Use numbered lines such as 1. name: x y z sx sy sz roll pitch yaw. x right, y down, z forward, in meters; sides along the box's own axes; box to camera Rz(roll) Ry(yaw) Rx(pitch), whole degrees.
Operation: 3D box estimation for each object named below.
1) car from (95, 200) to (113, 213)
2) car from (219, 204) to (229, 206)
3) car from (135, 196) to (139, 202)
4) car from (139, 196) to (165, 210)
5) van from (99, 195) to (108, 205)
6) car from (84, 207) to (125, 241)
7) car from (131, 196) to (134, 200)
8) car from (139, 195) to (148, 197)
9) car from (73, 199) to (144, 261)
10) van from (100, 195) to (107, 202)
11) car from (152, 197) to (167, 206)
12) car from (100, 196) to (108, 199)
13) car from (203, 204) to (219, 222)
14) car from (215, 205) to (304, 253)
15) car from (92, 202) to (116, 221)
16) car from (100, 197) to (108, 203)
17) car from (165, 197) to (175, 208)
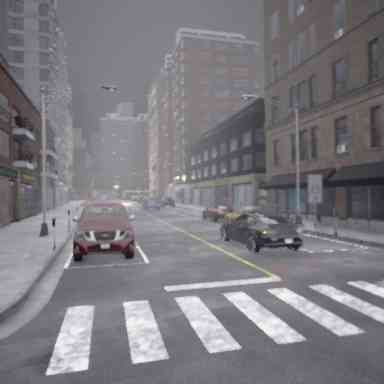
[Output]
1. car: -10.361 1.665 39.202 2.008 1.369 4.403 0 0 -15
2. car: 3.464 1.478 20.353 1.752 1.417 4.829 0 0 -15
3. car: -10.563 1.483 73.177 2.192 1.841 5.009 0 0 -15
4. car: -5.279 1.601 43.027 2.033 1.411 5.357 -1 0 -14
5. van: -17.396 1.578 65.694 1.690 1.788 3.998 0 0 -15
6. car: -4.733 1.597 18.009 1.887 1.381 4.507 0 0 -15
7. car: -14.783 1.714 89.074 1.967 1.590 4.097 0 0 -15
8. car: -9.156 1.687 67.878 2.008 1.369 4.403 0 0 -15
9. car: -3.325 1.357 12.711 2.192 1.841 5.009 0 0 -15
10. van: -23.023 1.716 86.888 1.690 1.788 3.998 0 0 -15
11. car: -5.551 1.573 56.128 1.837 1.490 4.892 -1 0 -15
12. car: -8.954 1.536 33.904 1.967 1.590 4.097 0 0 -15
13. car: 2.100 1.546 25.487 1.802 1.307 4.206 0 0 -15
14. car: 2.692 1.496 13.520 1.812 1.442 4.674 -1 0 -15
15. car: -7.547 1.624 28.605 1.887 1.381 4.507 0 0 -15
16. car: -21.616 1.904 81.588 1.947 1.339 4.313 0 0 -15
17. car: -3.755 1.543 49.361 1.837 1.490 4.892 -1 0 -15
